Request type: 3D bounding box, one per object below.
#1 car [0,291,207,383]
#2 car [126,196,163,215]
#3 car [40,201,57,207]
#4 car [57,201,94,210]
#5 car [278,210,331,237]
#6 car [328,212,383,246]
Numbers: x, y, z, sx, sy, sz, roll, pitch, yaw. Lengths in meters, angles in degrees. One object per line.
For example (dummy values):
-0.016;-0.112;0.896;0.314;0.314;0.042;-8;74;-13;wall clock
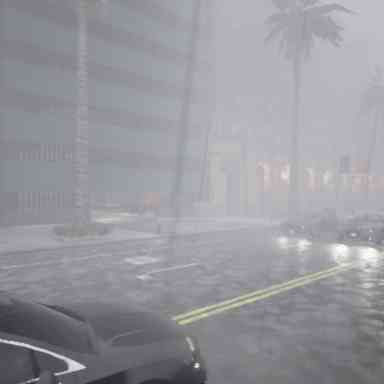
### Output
-2.095;1.536;2.510;4.892;1.490;1.837;1;0;-36;car
-4.689;1.498;37.626;5.566;2.045;2.435;1;-1;-42;car
-24.966;2.134;59.869;4.786;1.482;2.161;1;-1;-42;car
-17.583;2.082;50.911;4.718;1.301;1.895;1;-1;-42;car
7.425;1.811;20.001;5.357;1.411;2.033;1;-1;-42;car
8.906;1.788;16.634;4.181;1.385;1.994;1;-1;-42;car
